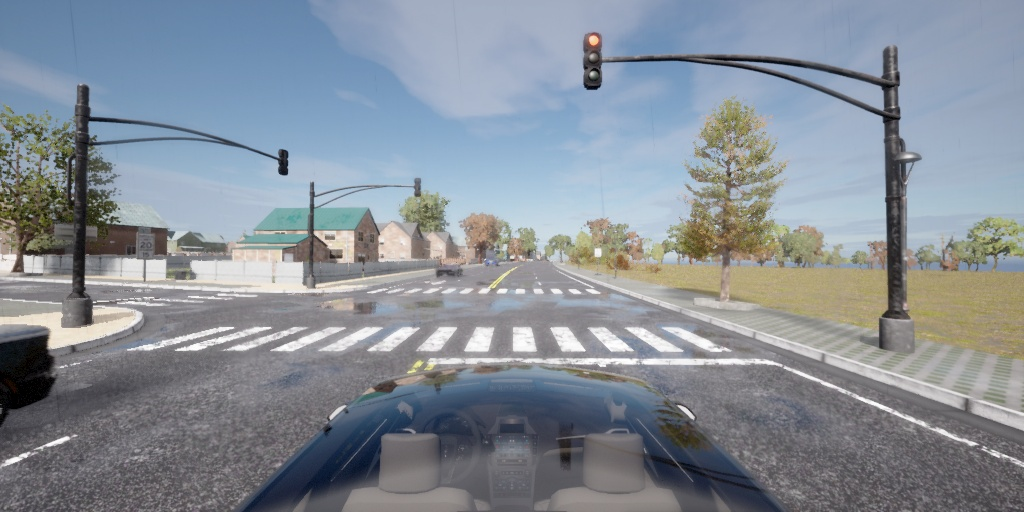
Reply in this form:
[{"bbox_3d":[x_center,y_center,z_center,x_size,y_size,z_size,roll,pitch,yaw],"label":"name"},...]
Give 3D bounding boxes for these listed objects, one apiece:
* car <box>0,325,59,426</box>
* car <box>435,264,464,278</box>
[{"bbox_3d":[-6.488,1.230,2.193,1.882,1.535,5.008,0,0,0],"label":"car"},{"bbox_3d":[-5.843,1.390,33.850,1.895,1.301,4.718,0,0,2],"label":"car"}]
